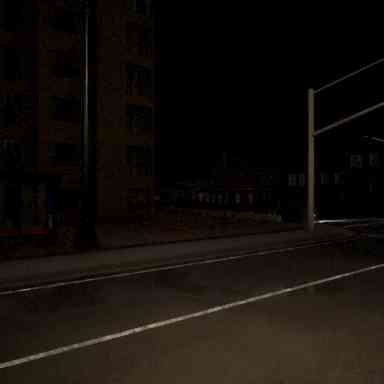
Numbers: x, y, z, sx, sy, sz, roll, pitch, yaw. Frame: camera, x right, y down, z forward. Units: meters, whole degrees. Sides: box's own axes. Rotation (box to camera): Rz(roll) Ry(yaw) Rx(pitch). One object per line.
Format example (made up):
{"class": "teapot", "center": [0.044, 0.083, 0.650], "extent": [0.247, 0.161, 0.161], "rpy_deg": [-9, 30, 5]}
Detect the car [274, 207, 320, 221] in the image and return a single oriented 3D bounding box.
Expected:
{"class": "car", "center": [9.656, 2.053, 30.988], "extent": [1.994, 1.385, 4.181], "rpy_deg": [0, -4, -36]}
